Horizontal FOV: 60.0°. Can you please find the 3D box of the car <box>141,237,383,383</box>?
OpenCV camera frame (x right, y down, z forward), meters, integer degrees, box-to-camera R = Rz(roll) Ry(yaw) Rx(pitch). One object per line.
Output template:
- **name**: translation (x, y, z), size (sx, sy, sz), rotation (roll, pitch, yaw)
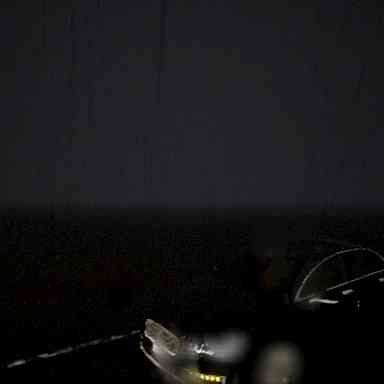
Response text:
- **car**: translation (1.593, 1.530, 5.127), size (4.892, 1.490, 1.837), rotation (0, 0, -35)
